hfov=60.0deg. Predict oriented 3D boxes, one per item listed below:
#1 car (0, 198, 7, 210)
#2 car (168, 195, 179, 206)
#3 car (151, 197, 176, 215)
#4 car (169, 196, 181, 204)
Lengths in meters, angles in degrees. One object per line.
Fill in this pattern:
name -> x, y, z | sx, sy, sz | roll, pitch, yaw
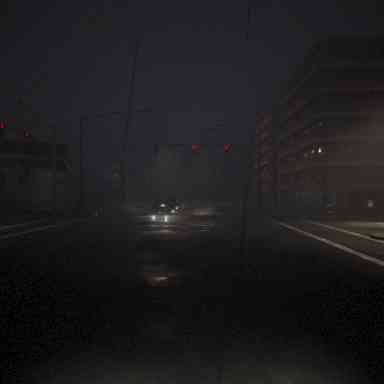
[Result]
car -> -24.020, 1.456, 38.975 | 3.806, 1.475, 1.970 | 0, 0, 1
car -> -3.186, 1.478, 44.366 | 1.882, 1.535, 5.008 | 0, 0, 0
car -> -3.121, 1.547, 34.789 | 2.033, 1.411, 5.357 | 0, 0, 0
car -> -3.294, 1.547, 64.716 | 2.033, 1.411, 5.357 | 0, 0, 0
